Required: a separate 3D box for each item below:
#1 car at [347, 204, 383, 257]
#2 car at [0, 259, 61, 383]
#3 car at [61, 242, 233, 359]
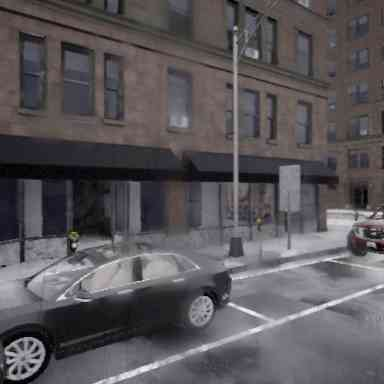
[{"bbox_3d":[7.481,1.263,11.525,5.009,1.841,2.192,0,0,-36],"label":"car"},{"bbox_3d":[-3.395,1.233,0.526,5.566,2.045,2.150,0,0,-36],"label":"car"},{"bbox_3d":[-1.331,1.544,5.239,4.403,1.369,2.008,0,0,-36],"label":"car"}]
